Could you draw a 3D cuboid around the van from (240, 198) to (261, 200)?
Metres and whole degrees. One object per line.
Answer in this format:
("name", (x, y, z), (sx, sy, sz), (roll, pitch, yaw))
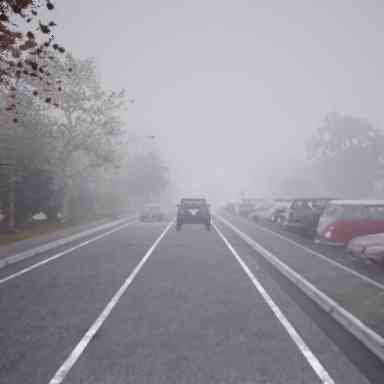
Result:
("van", (7.201, 1.620, 34.803), (4.442, 1.987, 1.878), (0, -1, 0))

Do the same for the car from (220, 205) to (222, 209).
("car", (7.109, 2.099, 48.674), (5.008, 1.535, 2.097), (0, -1, 0))

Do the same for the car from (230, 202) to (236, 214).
("car", (7.090, 1.935, 37.575), (4.674, 1.452, 2.002), (0, -1, 0))

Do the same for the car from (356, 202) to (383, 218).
("car", (20.158, 1.844, 34.714), (5.008, 1.535, 2.097), (0, -1, 0))

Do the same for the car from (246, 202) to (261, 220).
("car", (7.043, 1.730, 26.473), (4.792, 1.488, 2.163), (0, -1, 0))

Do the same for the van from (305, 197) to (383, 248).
("van", (6.937, 1.291, 12.613), (4.442, 1.987, 1.878), (0, 0, 0))

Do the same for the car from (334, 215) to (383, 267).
("car", (7.052, 1.553, 9.836), (4.674, 1.452, 2.002), (0, 0, 0))

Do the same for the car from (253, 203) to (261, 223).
("car", (7.071, 1.692, 23.696), (4.674, 1.452, 2.002), (0, -1, 0))

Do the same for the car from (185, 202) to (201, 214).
("car", (0.116, 2.053, 42.742), (2.033, 1.411, 5.357), (0, -1, 0))

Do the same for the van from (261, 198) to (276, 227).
("van", (6.948, 1.377, 20.925), (4.442, 1.987, 1.878), (0, -1, 0))

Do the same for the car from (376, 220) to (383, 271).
("car", (7.040, 1.509, 7.060), (5.008, 1.535, 2.097), (0, 0, 0))

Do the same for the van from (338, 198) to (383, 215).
("van", (20.288, 1.713, 40.133), (4.442, 1.987, 1.878), (0, -1, 0))

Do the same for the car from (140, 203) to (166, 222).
("car", (-3.343, 1.769, 29.051), (1.837, 1.490, 4.892), (0, -1, 0))

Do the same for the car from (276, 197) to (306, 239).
("car", (7.086, 1.270, 15.389), (5.566, 2.045, 2.435), (0, 0, 0))

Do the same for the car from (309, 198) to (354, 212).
("car", (20.210, 1.841, 48.439), (5.566, 2.045, 2.435), (0, -1, 0))

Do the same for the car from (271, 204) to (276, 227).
("car", (7.090, 1.584, 18.138), (4.792, 1.488, 2.163), (0, -1, 0))

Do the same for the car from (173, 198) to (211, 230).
("car", (0.101, 1.399, 22.633), (2.150, 2.045, 5.566), (0, -1, 0))

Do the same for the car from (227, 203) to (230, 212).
("car", (7.121, 1.973, 40.350), (4.792, 1.488, 2.163), (0, -1, 0))

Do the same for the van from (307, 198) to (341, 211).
("van", (20.304, 1.934, 51.330), (4.442, 1.987, 1.878), (0, -1, 0))

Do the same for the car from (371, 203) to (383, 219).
("car", (20.155, 1.793, 31.819), (5.008, 1.535, 2.097), (0, -1, 0))

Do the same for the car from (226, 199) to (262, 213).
("car", (7.130, 1.918, 45.900), (4.553, 1.767, 2.185), (0, -1, 0))

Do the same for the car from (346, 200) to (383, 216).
("car", (20.136, 1.765, 37.362), (4.553, 1.767, 2.185), (0, -1, 0))

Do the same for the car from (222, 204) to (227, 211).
("car", (7.067, 1.741, 43.131), (5.566, 2.045, 2.435), (0, -1, 0))

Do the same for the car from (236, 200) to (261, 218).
("car", (7.085, 1.797, 32.024), (5.008, 1.535, 2.097), (0, -1, 0))
